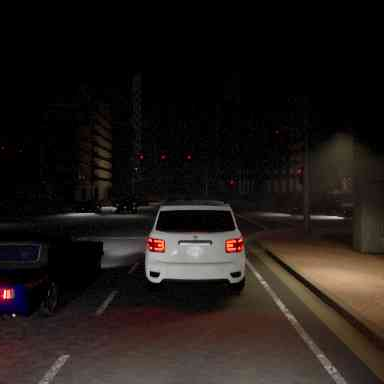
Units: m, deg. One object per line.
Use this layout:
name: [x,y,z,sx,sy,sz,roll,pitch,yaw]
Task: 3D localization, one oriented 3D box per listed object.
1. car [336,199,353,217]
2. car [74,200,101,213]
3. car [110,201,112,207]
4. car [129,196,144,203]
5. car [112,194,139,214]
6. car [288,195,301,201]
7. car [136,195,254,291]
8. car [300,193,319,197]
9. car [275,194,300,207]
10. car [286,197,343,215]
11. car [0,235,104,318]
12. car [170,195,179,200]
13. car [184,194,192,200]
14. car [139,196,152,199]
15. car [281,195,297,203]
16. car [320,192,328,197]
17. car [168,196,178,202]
car: [15.459,1.564,29.382,4.181,1.385,1.994,0,0,1]
car: [-11.270,1.565,36.191,1.994,1.385,4.181,0,0,-1]
car: [-11.410,1.601,52.285,1.895,1.301,4.718,0,0,0]
car: [-11.389,1.547,68.514,2.033,1.411,5.357,0,0,0]
car: [-7.176,1.222,36.105,2.150,2.045,5.566,0,0,-10]
car: [24.596,1.395,79.670,1.970,1.475,3.806,0,0,0]
car: [0.096,1.221,9.126,2.150,2.045,5.566,0,0,1]
car: [16.145,1.156,47.095,1.905,1.878,3.866,0,0,0]
car: [13.251,1.153,47.147,1.932,1.855,4.605,0,0,0]
car: [12.304,1.504,32.918,4.892,1.490,1.837,0,0,0]
car: [-3.417,1.601,7.376,1.895,1.301,4.718,0,0,1]
car: [-4.462,1.378,85.837,1.994,1.385,4.181,0,0,0]
car: [-0.962,1.303,85.852,1.882,1.535,5.008,0,0,0]
car: [-7.912,1.477,52.330,1.882,1.535,5.008,0,0,0]
car: [18.839,1.395,64.564,1.970,1.475,3.806,0,0,0]
car: [30.174,1.153,79.723,1.932,1.855,4.605,0,0,0]
car: [-4.428,1.550,77.684,1.994,1.385,4.181,0,0,0]
